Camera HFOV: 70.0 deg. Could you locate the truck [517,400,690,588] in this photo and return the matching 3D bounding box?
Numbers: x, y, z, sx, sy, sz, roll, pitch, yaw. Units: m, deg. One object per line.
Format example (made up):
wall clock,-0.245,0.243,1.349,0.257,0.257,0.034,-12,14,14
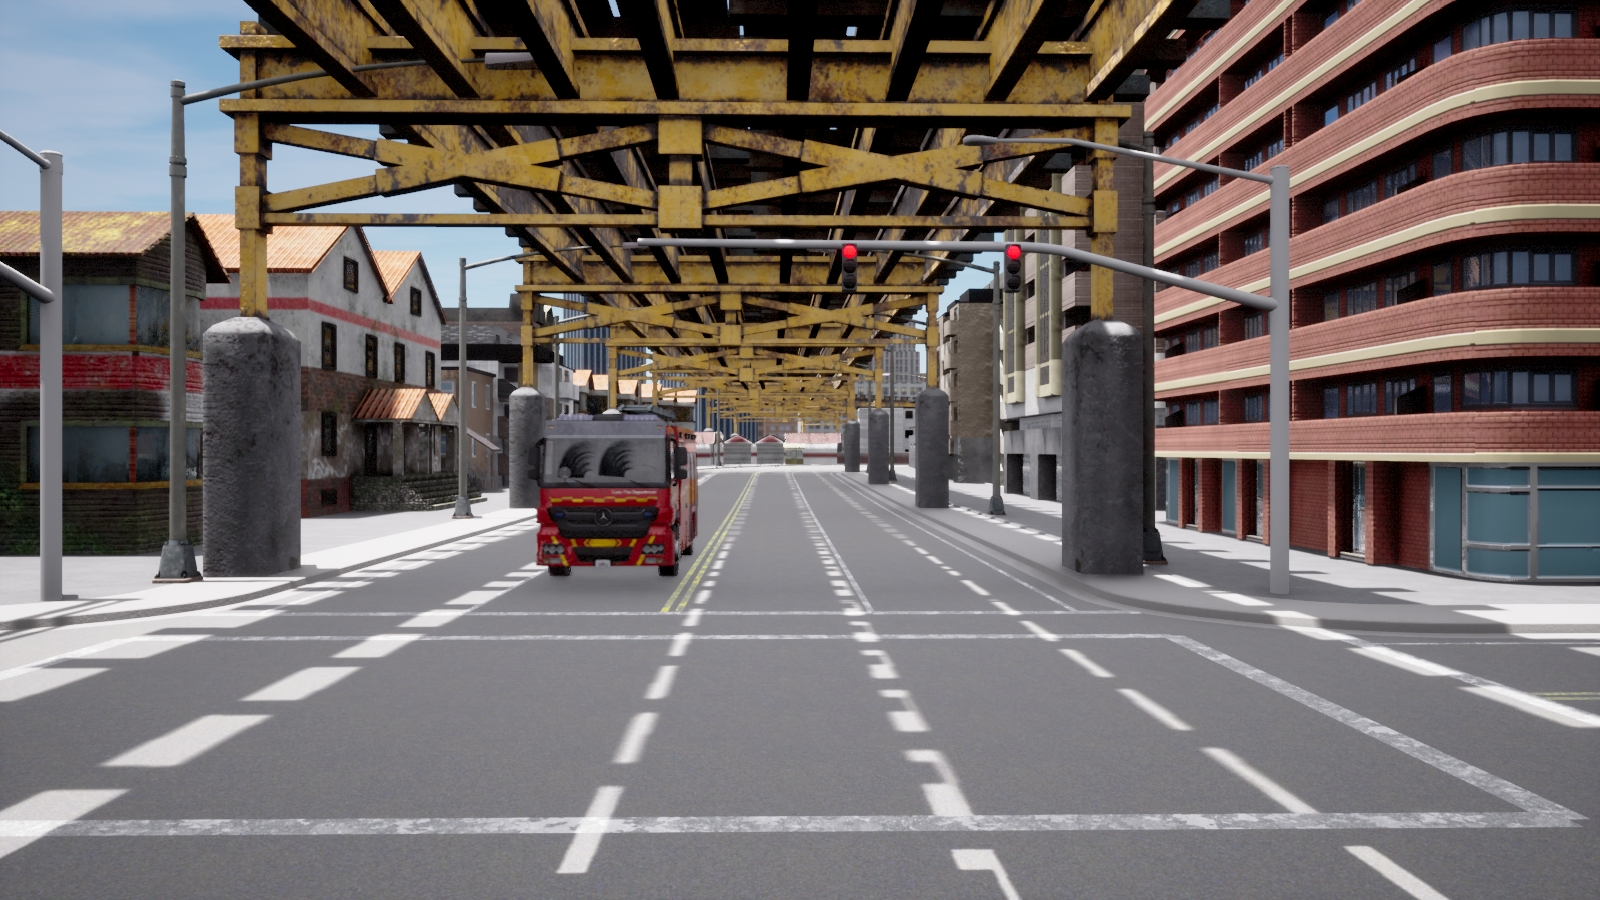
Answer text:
truck,-4.407,0.891,27.515,2.891,3.827,8.468,0,0,-1
